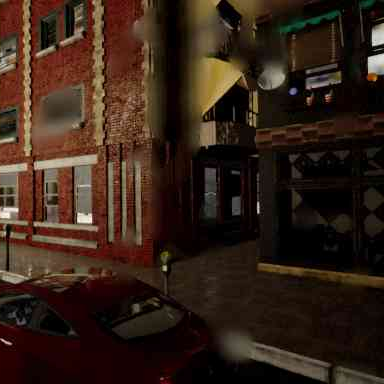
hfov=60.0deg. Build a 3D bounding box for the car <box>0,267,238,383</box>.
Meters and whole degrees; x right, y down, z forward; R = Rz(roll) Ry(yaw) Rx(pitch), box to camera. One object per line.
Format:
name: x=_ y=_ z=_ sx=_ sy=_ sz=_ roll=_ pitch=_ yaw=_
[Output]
car: x=-1.501 y=1.583 z=3.923 sx=4.206 sy=1.307 sz=1.802 roll=0 pitch=-1 yaw=36
